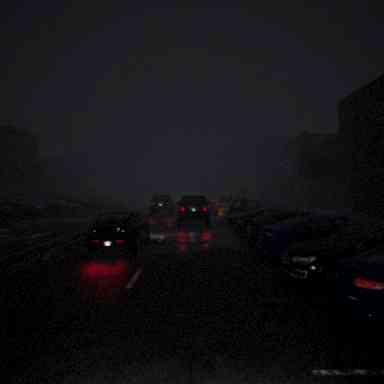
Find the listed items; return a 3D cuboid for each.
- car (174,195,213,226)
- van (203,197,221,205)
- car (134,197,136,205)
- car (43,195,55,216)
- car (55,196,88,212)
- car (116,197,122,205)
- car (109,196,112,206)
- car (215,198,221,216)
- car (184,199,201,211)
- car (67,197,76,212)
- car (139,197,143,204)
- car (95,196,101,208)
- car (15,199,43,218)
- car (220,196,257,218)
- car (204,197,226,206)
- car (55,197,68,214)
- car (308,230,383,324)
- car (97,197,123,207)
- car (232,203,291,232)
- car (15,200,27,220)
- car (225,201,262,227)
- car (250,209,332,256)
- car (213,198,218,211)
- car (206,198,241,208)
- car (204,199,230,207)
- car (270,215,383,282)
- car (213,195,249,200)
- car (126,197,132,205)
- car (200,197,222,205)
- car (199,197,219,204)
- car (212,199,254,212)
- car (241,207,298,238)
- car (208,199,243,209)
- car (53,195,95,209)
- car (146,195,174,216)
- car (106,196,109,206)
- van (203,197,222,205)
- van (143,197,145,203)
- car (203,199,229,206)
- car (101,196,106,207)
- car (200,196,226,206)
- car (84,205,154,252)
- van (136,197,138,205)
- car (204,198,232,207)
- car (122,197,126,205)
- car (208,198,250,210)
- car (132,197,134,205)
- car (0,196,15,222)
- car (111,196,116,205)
[{"bbox_3d":[0.103,1.255,23.672,2.150,2.045,5.566,0,-1,0],"label":"car"},{"bbox_3d":[4.836,2.153,80.516,4.442,1.987,1.878,0,-1,0],"label":"van"},{"bbox_3d":[-15.789,2.311,75.068,4.674,1.452,2.002,0,-1,0],"label":"car"},{"bbox_3d":[-15.741,1.421,30.976,4.553,1.767,2.185,0,0,0],"label":"car"},{"bbox_3d":[-15.539,1.588,39.245,5.366,1.575,1.946,0,0,0],"label":"car"},{"bbox_3d":[-15.789,1.654,58.531,5.566,2.045,2.435,0,-1,0],"label":"car"},{"bbox_3d":[-15.780,1.816,53.014,4.792,1.488,2.163,0,-1,0],"label":"car"},{"bbox_3d":[4.896,1.527,27.735,5.366,1.575,1.946,0,0,0],"label":"car"},{"bbox_3d":[0.101,1.683,42.924,2.033,1.411,5.357,0,-1,0],"label":"car"},{"bbox_3d":[-15.717,1.613,36.487,4.674,1.452,2.002,0,0,0],"label":"car"},{"bbox_3d":[-15.779,2.183,83.348,5.566,2.045,2.435,0,-1,0],"label":"car"},{"bbox_3d":[-15.707,1.397,44.757,5.566,2.045,2.435,0,-1,0],"label":"car"},{"bbox_3d":[-15.733,1.565,28.217,4.792,1.488,2.163,0,0,0],"label":"car"},{"bbox_3d":[4.683,1.396,25.073,4.553,1.767,2.185,0,0,0],"label":"car"},{"bbox_3d":[4.744,2.021,69.523,4.553,1.767,2.185,0,-1,0],"label":"car"},{"bbox_3d":[-15.709,1.558,33.733,5.008,1.535,2.097,0,0,0],"label":"car"},{"bbox_3d":[4.707,1.523,5.627,4.674,1.452,2.002,0,0,0],"label":"car"},{"bbox_3d":[-15.740,1.904,64.042,4.553,1.767,2.185,0,-1,0],"label":"car"},{"bbox_3d":[4.704,1.501,16.743,4.892,1.521,2.231,0,0,0],"label":"car"},{"bbox_3d":[-15.696,1.564,25.460,4.674,1.452,2.002,0,0,0],"label":"car"},{"bbox_3d":[4.716,1.506,19.523,5.008,1.535,2.097,0,0,0],"label":"car"},{"bbox_3d":[4.705,1.489,11.061,5.008,1.535,2.097,0,0,0],"label":"car"},{"bbox_3d":[4.717,1.540,30.514,4.892,1.521,2.231,0,0,0],"label":"car"},{"bbox_3d":[4.897,1.765,52.727,5.366,1.575,1.946,0,-1,0],"label":"car"},{"bbox_3d":[4.742,2.050,63.963,4.792,1.488,2.163,0,-1,0],"label":"car"},{"bbox_3d":[4.716,1.486,8.281,4.892,1.521,2.231,0,0,0],"label":"car"},{"bbox_3d":[4.680,1.436,36.195,4.553,1.767,2.185,0,0,0],"label":"car"},{"bbox_3d":[-15.967,2.150,69.554,5.366,1.575,1.946,0,-1,0],"label":"car"},{"bbox_3d":[4.757,2.235,86.198,5.566,2.045,2.435,0,-1,0],"label":"car"},{"bbox_3d":[4.781,2.380,94.533,5.566,2.045,2.435,0,-1,0],"label":"car"},{"bbox_3d":[4.710,1.619,38.972,4.674,1.452,2.002,0,0,0],"label":"car"},{"bbox_3d":[4.739,1.523,13.965,4.792,1.488,2.163,0,0,0],"label":"car"},{"bbox_3d":[4.709,1.711,47.298,4.674,1.452,2.002,0,-1,0],"label":"car"},{"bbox_3d":[-15.702,1.367,42.000,5.566,2.045,2.435,0,-1,0],"label":"car"},{"bbox_3d":[-2.899,1.291,33.382,2.150,2.045,5.566,0,0,0],"label":"car"},{"bbox_3d":[-15.740,1.732,50.263,5.008,1.535,2.097,0,-1,0],"label":"car"},{"bbox_3d":[4.832,2.099,77.863,4.442,1.987,1.878,0,-1,0],"label":"van"},{"bbox_3d":[-15.939,2.358,91.622,4.442,1.987,1.878,0,-1,0],"label":"van"},{"bbox_3d":[4.707,2.084,66.743,5.008,1.535,2.097,0,-1,0],"label":"car"},{"bbox_3d":[-15.712,1.438,47.510,5.566,2.045,2.435,0,-1,0],"label":"car"},{"bbox_3d":[4.683,2.013,74.965,5.566,2.045,2.435,0,-1,0],"label":"car"},{"bbox_3d":[-2.899,1.519,13.844,1.837,1.490,4.892,0,0,0],"label":"car"},{"bbox_3d":[-15.680,2.101,77.832,4.442,1.987,1.878,0,-1,0],"label":"van"},{"bbox_3d":[4.719,1.957,61.185,4.892,1.521,2.231,0,-1,0],"label":"car"},{"bbox_3d":[-15.738,1.716,61.288,5.566,2.045,2.435,0,-1,0],"label":"car"},{"bbox_3d":[4.897,1.631,44.526,5.366,1.575,1.946,0,-1,0],"label":"car"},{"bbox_3d":[-15.972,2.210,72.313,5.366,1.575,1.946,0,-1,0],"label":"car"},{"bbox_3d":[-15.722,1.263,22.704,5.566,2.045,2.435,0,0,0],"label":"car"},{"bbox_3d":[-15.787,1.717,55.774,4.553,1.767,2.185,0,-1,0],"label":"car"}]
